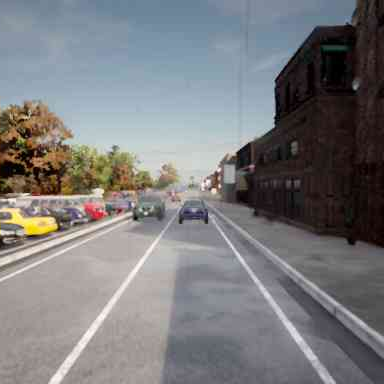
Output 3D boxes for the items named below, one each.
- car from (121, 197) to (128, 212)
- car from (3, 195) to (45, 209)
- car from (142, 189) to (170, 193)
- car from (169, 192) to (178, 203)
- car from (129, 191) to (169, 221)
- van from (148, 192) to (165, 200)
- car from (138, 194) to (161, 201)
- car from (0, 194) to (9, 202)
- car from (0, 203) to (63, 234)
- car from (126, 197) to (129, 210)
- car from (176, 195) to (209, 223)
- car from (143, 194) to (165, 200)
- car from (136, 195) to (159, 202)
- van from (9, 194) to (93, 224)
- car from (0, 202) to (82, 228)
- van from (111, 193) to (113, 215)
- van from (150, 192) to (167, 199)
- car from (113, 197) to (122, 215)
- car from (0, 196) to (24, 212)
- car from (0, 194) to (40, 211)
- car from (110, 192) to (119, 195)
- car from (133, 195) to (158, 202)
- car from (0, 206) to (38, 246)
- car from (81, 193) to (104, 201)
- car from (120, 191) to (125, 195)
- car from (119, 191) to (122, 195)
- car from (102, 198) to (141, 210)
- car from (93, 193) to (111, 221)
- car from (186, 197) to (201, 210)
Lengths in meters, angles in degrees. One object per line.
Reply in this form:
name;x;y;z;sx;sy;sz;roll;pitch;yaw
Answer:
car;-9.272;1.518;33.155;4.792;1.488;2.163;0;0;0
car;-22.300;1.348;44.350;4.553;1.767;2.185;0;0;0
car;-9.192;0.943;84.434;5.566;2.045;2.435;0;0;0
car;-3.193;1.327;68.093;1.882;1.535;5.008;0;0;0
car;-3.325;1.191;26.890;2.150;2.045;5.566;0;0;0
van;-9.317;0.959;87.261;4.442;1.987;1.878;0;0;0
car;-9.303;1.270;73.133;4.674;1.452;2.002;0;0;0
car;-22.400;1.360;35.870;4.553;1.767;2.185;0;0;0
car;-9.560;1.506;16.456;5.366;1.575;1.946;0;0;0
car;-9.291;1.525;35.938;4.674;1.452;2.002;0;0;0
car;0.121;1.325;25.110;2.097;1.767;4.553;0;0;0
car;-9.245;1.203;81.609;5.008;1.535;2.097;0;0;0
car;-9.322;1.280;70.307;4.674;1.452;2.002;0;0;0
van;-9.233;1.278;22.021;4.442;1.987;1.878;0;0;0
car;-9.356;1.508;19.238;4.892;1.521;2.231;0;0;0
van;-9.210;1.271;27.463;4.442;1.987;1.878;0;0;0
van;-9.277;0.938;92.791;4.442;1.987;1.878;0;0;0
car;-9.306;1.494;30.371;4.892;1.521;2.231;0;0;0
car;-22.388;1.356;38.655;4.553;1.767;2.185;0;0;0
car;-22.372;1.226;41.565;5.566;2.045;2.435;0;0;0
car;-21.768;1.223;84.356;4.792;1.488;2.163;0;0;0
car;-9.369;1.278;67.481;4.792;1.488;2.163;0;0;0
car;-9.393;1.513;13.672;4.892;1.521;2.231;0;0;0
car;-21.848;1.104;73.186;4.553;1.767;2.185;0;0;0
car;-21.729;0.925;90.002;5.566;2.045;2.435;0;0;0
car;-21.748;1.214;87.180;4.792;1.488;2.163;0;0;0
car;-9.267;1.515;44.146;4.674;1.452;2.002;-1;0;1
car;-9.309;1.249;24.805;5.566;2.045;2.435;0;0;0
car;0.138;1.443;42.996;1.837;1.490;4.892;0;0;0
